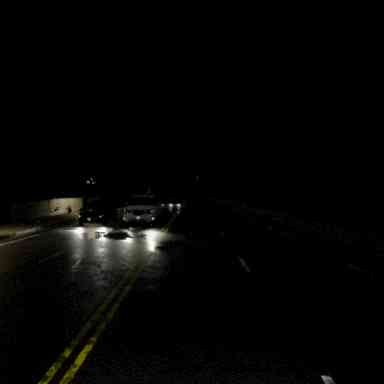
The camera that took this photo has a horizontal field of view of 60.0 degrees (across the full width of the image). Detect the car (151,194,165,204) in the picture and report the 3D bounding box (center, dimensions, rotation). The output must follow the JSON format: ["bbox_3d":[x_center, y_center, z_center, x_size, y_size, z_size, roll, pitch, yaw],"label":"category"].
[{"bbox_3d":[-6.529,1.382,64.282,2.097,1.767,4.553,0,0,0],"label":"car"}]

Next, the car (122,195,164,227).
[{"bbox_3d":[-3.355,1.230,23.472,2.150,2.045,5.566,0,0,0],"label":"car"}]

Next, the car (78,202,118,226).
[{"bbox_3d":[-6.603,1.514,23.749,1.837,1.490,4.892,0,0,0],"label":"car"}]

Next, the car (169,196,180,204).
[{"bbox_3d":[-3.276,1.552,63.809,1.812,1.442,4.674,0,0,0],"label":"car"}]
